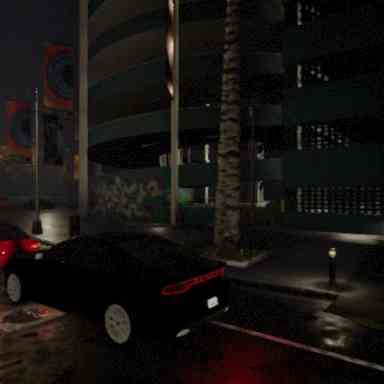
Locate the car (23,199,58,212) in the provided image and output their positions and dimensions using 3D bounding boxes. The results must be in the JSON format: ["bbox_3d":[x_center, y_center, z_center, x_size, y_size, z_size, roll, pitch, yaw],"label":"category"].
[{"bbox_3d":[-18.376,1.540,40.536,1.882,1.535,5.008,0,0,9],"label":"car"}]

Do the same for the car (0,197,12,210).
[{"bbox_3d":[-25.206,1.408,42.266,2.097,1.767,4.553,0,0,12],"label":"car"}]

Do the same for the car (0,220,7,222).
[{"bbox_3d":[-6.152,1.539,9.765,4.674,1.442,1.812,0,0,40],"label":"car"}]

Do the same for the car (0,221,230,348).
[{"bbox_3d":[-1.693,1.490,6.418,5.008,1.535,1.882,0,0,36],"label":"car"}]
